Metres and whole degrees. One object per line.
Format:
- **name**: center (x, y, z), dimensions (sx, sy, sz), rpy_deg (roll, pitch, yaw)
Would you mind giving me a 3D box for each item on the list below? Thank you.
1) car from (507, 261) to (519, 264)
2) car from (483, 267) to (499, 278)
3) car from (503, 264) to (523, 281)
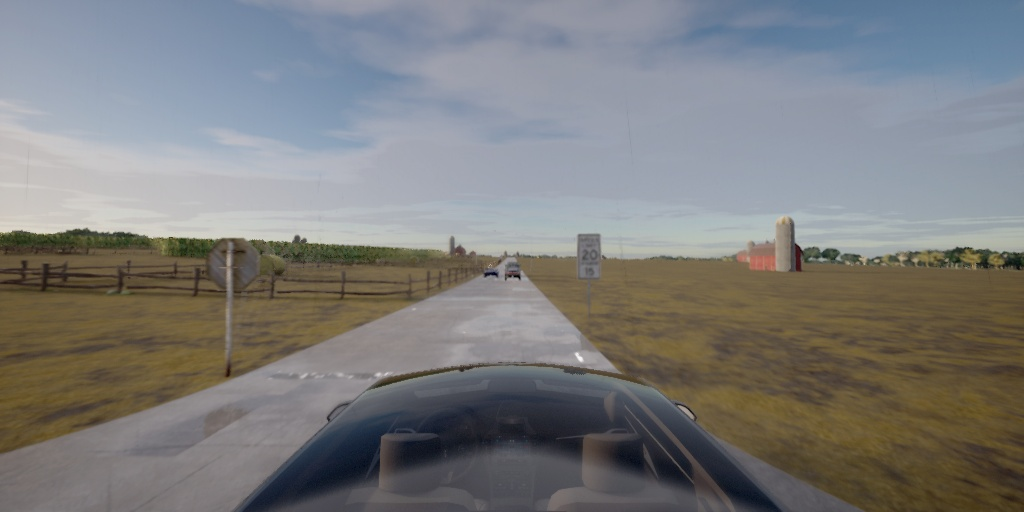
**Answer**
- **car**: center (0.138, 1.785, 51.260), dimensions (2.150, 2.045, 5.566), rpy_deg (0, 0, 0)
- **car**: center (-2.628, 2.124, 46.379), dimensions (1.895, 1.301, 4.718), rpy_deg (0, -1, 0)
- **car**: center (0.106, 1.963, 40.576), dimensions (1.837, 1.490, 4.892), rpy_deg (0, -1, 0)
